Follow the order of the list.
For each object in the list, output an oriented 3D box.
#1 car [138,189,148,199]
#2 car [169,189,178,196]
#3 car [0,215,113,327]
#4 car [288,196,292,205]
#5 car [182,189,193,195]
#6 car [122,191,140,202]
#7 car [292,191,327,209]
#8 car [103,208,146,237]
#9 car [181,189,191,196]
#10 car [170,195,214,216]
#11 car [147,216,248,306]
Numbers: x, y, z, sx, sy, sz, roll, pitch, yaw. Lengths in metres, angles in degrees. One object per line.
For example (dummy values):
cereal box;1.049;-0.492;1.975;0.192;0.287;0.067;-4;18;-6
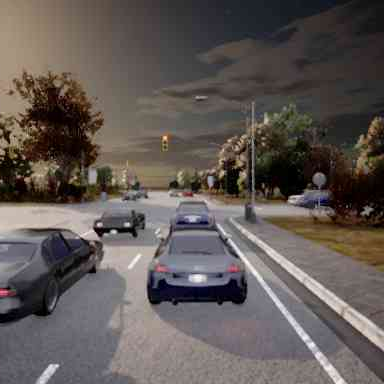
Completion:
car;-10.992;0.459;73.534;2.150;2.045;5.566;0;1;-1
car;-4.442;0.608;84.411;1.994;1.385;4.181;0;1;-4
car;-3.428;1.503;7.303;2.033;1.411;5.357;0;0;-1
car;14.800;0.833;41.290;5.566;2.045;2.150;0;1;-3
car;-0.893;0.290;83.736;2.150;2.045;5.566;0;1;-4
car;-10.862;0.997;58.129;1.994;1.385;4.181;0;1;0
car;14.811;0.868;37.785;5.566;2.045;2.150;0;1;-3
car;-3.502;1.461;16.971;1.895;1.301;4.718;0;1;-1
car;-1.725;0.082;94.382;2.097;1.767;4.553;0;1;-7
car;0.019;1.216;16.653;2.097;1.767;4.553;0;1;0
car;0.069;1.514;8.021;1.994;1.385;4.181;0;0;-1
